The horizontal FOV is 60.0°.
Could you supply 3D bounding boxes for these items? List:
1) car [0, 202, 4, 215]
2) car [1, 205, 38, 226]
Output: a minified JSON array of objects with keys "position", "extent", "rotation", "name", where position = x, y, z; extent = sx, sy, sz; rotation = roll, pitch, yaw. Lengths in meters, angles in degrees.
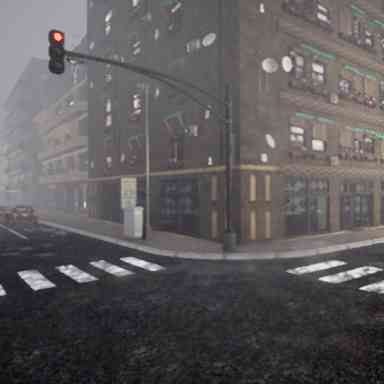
[{"position":[-25.687,2.114,43.048],"extent":[1.967,1.590,4.097],"rotation":[-2,0,-36],"name":"car"},{"position":[-13.829,1.821,26.892],"extent":[1.967,1.590,4.097],"rotation":[-2,0,-36],"name":"car"}]
